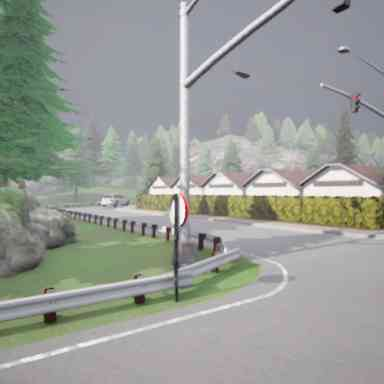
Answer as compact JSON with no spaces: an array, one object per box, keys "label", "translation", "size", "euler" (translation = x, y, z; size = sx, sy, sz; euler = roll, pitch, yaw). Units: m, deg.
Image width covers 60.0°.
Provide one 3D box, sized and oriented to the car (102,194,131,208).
[{"label":"car","translation":[-11.751,1.356,51.730],"size":[2.150,2.045,5.566],"euler":[-1,0,21]}]
